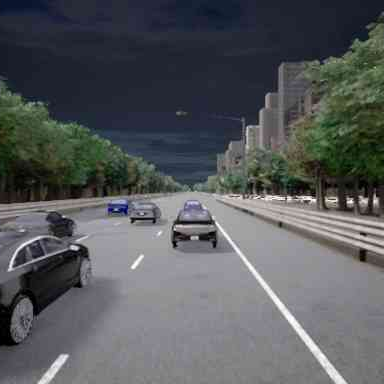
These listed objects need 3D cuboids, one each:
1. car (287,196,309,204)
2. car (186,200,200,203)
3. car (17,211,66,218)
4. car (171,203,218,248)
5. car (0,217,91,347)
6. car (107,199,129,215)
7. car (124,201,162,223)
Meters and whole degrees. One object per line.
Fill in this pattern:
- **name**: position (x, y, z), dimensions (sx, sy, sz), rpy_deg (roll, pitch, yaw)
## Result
- **car**: position (21.595, 1.567, 67.767), dimensions (2.163, 1.488, 4.792), rpy_deg (0, 1, -39)
- **car**: position (0.096, 1.469, 32.175), dimensions (1.812, 1.442, 4.674), rpy_deg (0, 0, 0)
- **car**: position (-6.901, 1.555, 15.349), dimensions (1.994, 1.385, 4.181), rpy_deg (0, 0, 0)
- **car**: position (0.100, 1.484, 14.745), dimensions (2.128, 1.511, 4.902), rpy_deg (0, 0, 0)
- **car**: position (-3.401, 1.491, 6.303), dimensions (2.128, 1.511, 4.902), rpy_deg (0, 0, 0)
- **car**: position (-6.902, 1.419, 32.709), dimensions (1.882, 1.535, 5.008), rpy_deg (0, 0, 0)
- **car**: position (-3.400, 1.515, 24.989), dimensions (2.033, 1.411, 5.357), rpy_deg (0, 0, 0)
